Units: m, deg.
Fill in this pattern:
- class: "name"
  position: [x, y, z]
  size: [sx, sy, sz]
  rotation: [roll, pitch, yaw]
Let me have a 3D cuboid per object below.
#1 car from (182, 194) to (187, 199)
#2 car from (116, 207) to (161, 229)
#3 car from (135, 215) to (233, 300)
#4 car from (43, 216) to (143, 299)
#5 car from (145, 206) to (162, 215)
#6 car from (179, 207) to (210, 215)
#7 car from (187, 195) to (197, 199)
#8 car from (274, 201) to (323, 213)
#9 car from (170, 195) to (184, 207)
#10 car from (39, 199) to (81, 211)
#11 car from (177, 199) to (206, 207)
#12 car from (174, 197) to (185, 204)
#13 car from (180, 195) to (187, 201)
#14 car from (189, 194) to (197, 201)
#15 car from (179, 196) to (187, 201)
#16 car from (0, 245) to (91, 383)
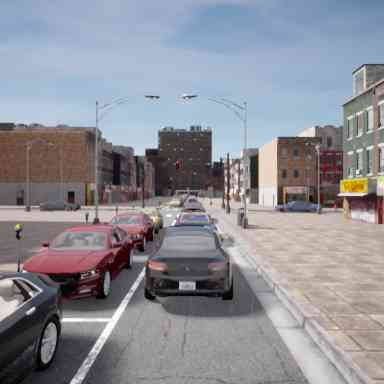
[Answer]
- class: "car"
  position: [-2.527, 1.411, 56.870]
  size: [2.192, 1.841, 5.009]
  rotation: [0, 0, 0]
- class: "car"
  position: [-2.608, 1.553, 13.975]
  size: [1.887, 1.381, 4.507]
  rotation: [0, 0, 0]
- class: "car"
  position: [-0.040, 1.529, 8.307]
  size: [1.812, 1.442, 4.674]
  rotation: [0, 0, 1]
- class: "car"
  position: [-2.618, 1.548, 8.480]
  size: [1.887, 1.381, 4.507]
  rotation: [0, 0, 0]
- class: "car"
  position: [-2.598, 1.540, 19.298]
  size: [1.752, 1.417, 4.829]
  rotation: [0, 0, 0]
- class: "car"
  position: [0.123, 1.611, 15.710]
  size: [1.895, 1.301, 4.718]
  rotation: [0, 0, 0]
- class: "car"
  position: [0.155, 1.744, 72.681]
  size: [1.895, 1.301, 4.718]
  rotation: [0, 0, 0]
- class: "car"
  position: [12.651, 1.756, 39.619]
  size: [5.357, 1.411, 2.033]
  rotation: [1, 0, 0]
- class: "car"
  position: [-2.539, 1.606, 51.256]
  size: [1.752, 1.417, 4.829]
  rotation: [0, 0, 0]
- class: "car"
  position: [-14.469, 1.505, 36.581]
  size: [4.181, 1.385, 1.994]
  rotation: [0, 0, 0]
- class: "car"
  position: [0.160, 1.530, 26.011]
  size: [1.837, 1.490, 4.892]
  rotation: [0, 0, 2]
- class: "car"
  position: [-2.508, 1.682, 67.758]
  size: [2.008, 1.369, 4.403]
  rotation: [0, 0, 0]
- class: "car"
  position: [-2.457, 1.672, 94.978]
  size: [1.967, 1.590, 4.097]
  rotation: [0, 0, 0]
- class: "car"
  position: [0.172, 1.576, 91.886]
  size: [2.097, 1.767, 4.553]
  rotation: [0, 0, 0]
- class: "car"
  position: [-2.467, 1.757, 89.534]
  size: [1.887, 1.381, 4.507]
  rotation: [0, 0, 0]
- class: "car"
  position: [-2.628, 1.552, 2.986]
  size: [2.008, 1.369, 4.403]
  rotation: [0, 0, 0]
